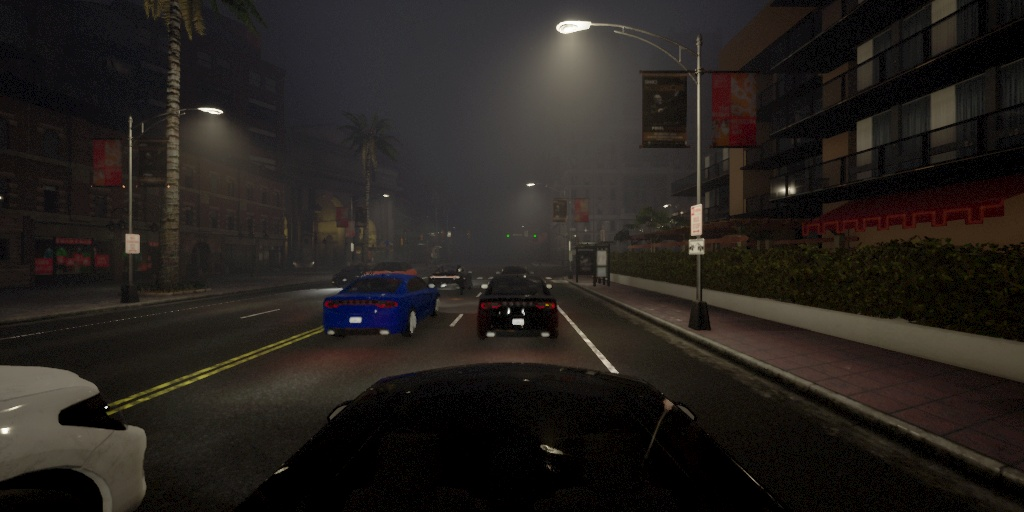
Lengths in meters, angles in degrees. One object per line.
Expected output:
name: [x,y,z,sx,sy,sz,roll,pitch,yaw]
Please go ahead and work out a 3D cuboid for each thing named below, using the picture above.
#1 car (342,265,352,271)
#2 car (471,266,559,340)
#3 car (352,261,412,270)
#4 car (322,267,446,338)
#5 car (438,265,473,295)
car: [-10.420,1.315,24.328,1.994,1.385,4.181,0,0,0]
car: [0.134,1.227,10.008,1.882,1.535,5.008,0,0,0]
car: [-6.974,1.099,20.594,2.097,1.767,4.553,0,0,1]
car: [-3.361,1.227,10.173,1.882,1.535,5.008,0,0,0]
car: [-3.335,1.240,19.991,2.128,1.511,4.902,0,0,0]
